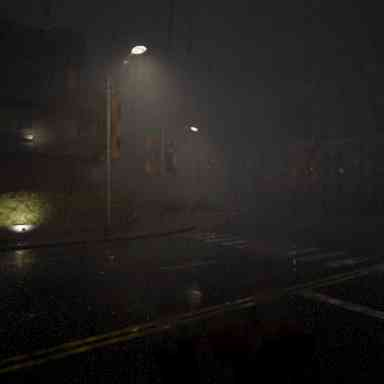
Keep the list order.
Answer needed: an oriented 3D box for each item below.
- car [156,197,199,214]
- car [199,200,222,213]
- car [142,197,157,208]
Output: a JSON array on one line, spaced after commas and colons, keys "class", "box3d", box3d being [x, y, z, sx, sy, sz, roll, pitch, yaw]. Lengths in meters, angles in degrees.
[{"class": "car", "box3d": [-1.639, 1.526, 35.470, 1.812, 1.442, 4.674, 0, 0, -35]}, {"class": "car", "box3d": [1.450, 1.565, 37.158, 1.994, 1.385, 4.181, 0, 0, -35]}, {"class": "car", "box3d": [-5.384, 1.492, 47.147, 2.128, 1.511, 4.902, 0, 0, -34]}]
